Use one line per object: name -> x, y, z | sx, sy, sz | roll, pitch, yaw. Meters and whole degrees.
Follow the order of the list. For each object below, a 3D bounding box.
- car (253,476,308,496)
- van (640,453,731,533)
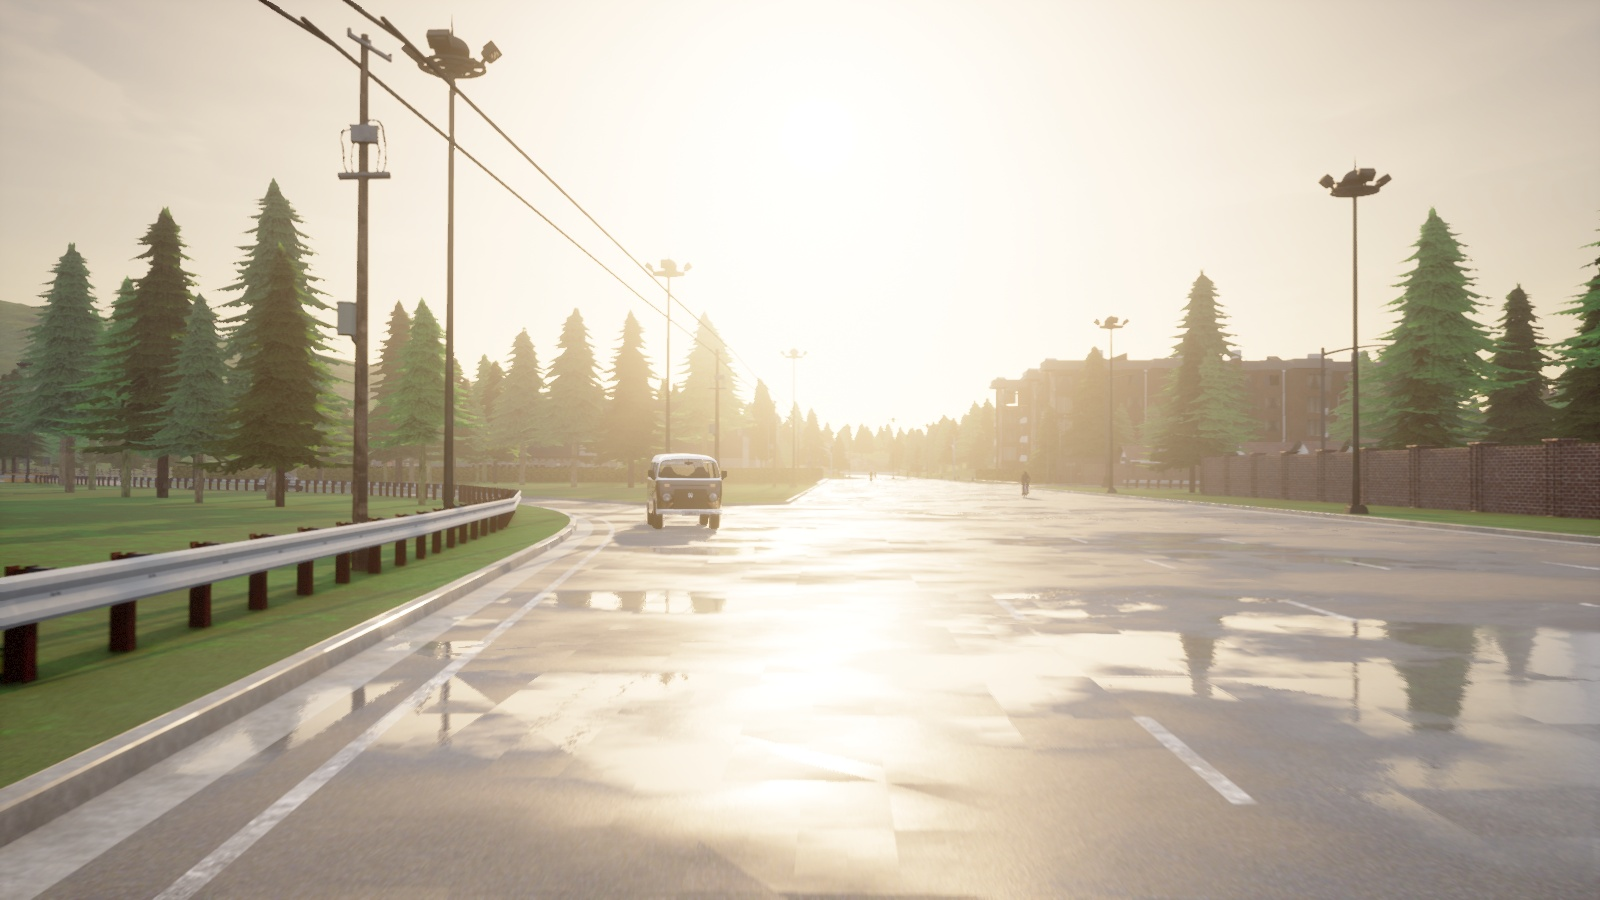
car -> -36.596, 2.515, 88.450 | 4.181, 1.385, 1.994 | -1, -1, 43
van -> -3.219, 1.128, 34.439 | 2.069, 2.038, 4.480 | 0, -1, -11
